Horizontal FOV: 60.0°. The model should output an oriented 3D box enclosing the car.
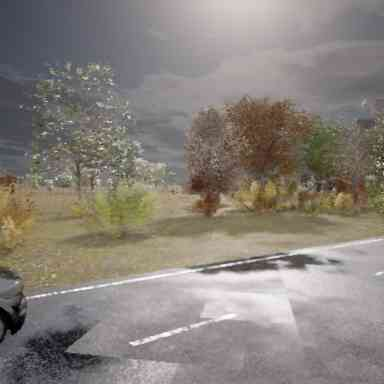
[{"bbox_3d":[-4.534,1.561,4.443,4.181,1.385,1.994,0,0,-35],"label":"car"}]
